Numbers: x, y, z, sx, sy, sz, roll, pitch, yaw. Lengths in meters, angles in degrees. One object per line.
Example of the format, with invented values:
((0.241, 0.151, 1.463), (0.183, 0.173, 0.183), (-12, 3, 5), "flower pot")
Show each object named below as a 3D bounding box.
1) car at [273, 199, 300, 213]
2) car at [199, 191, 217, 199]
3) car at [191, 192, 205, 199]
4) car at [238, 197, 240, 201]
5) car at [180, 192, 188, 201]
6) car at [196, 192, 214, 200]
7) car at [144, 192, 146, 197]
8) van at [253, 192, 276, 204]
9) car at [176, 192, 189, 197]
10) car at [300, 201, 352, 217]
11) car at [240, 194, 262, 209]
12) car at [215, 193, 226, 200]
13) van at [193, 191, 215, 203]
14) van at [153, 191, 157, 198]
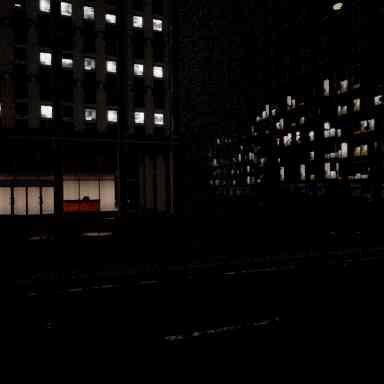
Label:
((9.966, 1.398, 34.771), (1.802, 1.307, 4.206), (0, 1, -21), "car")
((3.516, 0.632, 74.931), (2.192, 1.841, 5.009), (0, 1, -21), "car")
((1.464, 0.704, 80.232), (1.967, 1.590, 4.097), (0, 1, -21), "car")
((9.675, 1.058, 59.033), (1.802, 1.307, 4.206), (0, 1, -21), "car")
((-2.245, 1.055, 66.609), (2.008, 1.369, 4.403), (0, 1, -21), "car")
((2.701, 0.878, 69.849), (1.882, 1.535, 5.008), (-1, 1, -21), "car")
((-10.455, 0.732, 87.807), (1.967, 1.590, 4.097), (0, 1, -21), "car")
((11.726, 0.869, 53.731), (1.690, 1.788, 3.998), (0, 1, -21), "van")
((-2.640, 0.708, 90.833), (2.008, 1.369, 4.403), (0, 1, -21), "car")
((12.002, 1.433, 29.462), (1.947, 1.339, 4.313), (0, 1, -21), "car")
((7.967, 1.330, 40.091), (1.947, 1.339, 4.313), (0, 1, -21), "car")
((5.570, 0.952, 69.634), (1.802, 1.307, 4.206), (0, 1, -21), "car")
((1.860, 0.951, 56.006), (1.690, 1.788, 3.998), (0, 1, -21), "van")
((-8.403, 0.686, 82.506), (1.690, 1.788, 3.998), (0, 1, -21), "van")
